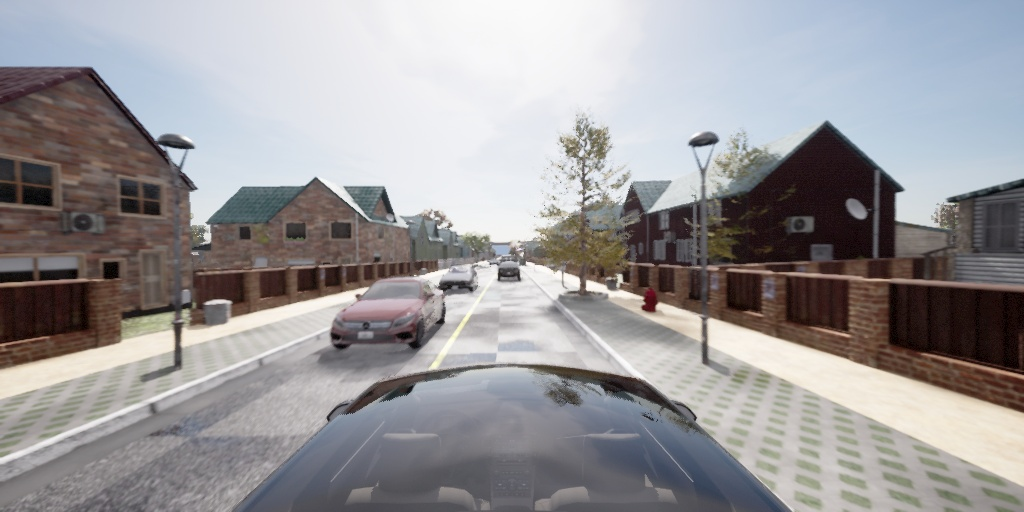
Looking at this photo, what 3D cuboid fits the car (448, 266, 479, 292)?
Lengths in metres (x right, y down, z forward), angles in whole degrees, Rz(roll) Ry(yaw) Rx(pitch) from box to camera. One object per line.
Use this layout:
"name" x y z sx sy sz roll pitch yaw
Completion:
"car" -3.046 1.302 21.684 2.033 1.411 5.357 0 0 -1

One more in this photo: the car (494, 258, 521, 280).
"car" -0.259 1.202 30.558 1.882 1.535 5.008 0 0 -1

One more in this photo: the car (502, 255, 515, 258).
"car" -0.423 0.940 44.505 2.150 2.045 5.566 0 0 0

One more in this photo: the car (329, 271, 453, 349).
"car" -2.900 1.291 9.366 1.812 1.442 4.674 0 0 -1
